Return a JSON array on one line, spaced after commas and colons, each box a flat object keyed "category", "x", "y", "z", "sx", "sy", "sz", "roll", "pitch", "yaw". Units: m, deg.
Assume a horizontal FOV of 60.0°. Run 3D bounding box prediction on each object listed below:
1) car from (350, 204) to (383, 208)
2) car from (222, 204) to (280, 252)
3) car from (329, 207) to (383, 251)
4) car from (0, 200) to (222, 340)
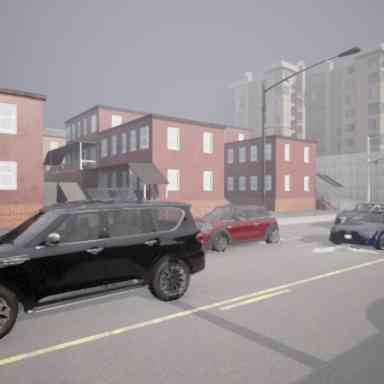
[{"category": "car", "x": 10.923, "y": 1.491, "z": 20.929, "sx": 4.902, "sy": 1.511, "sz": 2.128, "roll": 0, "pitch": 0, "yaw": -37}, {"category": "car", "x": 1.571, "y": 1.351, "z": 13.938, "sx": 4.553, "sy": 1.767, "sz": 2.097, "roll": 0, "pitch": 0, "yaw": -37}, {"category": "car", "x": 7.692, "y": 1.563, "z": 14.143, "sx": 4.181, "sy": 1.385, "sz": 1.994, "roll": 0, "pitch": 0, "yaw": -36}, {"category": "car", "x": -2.247, "y": 1.221, "z": 6.702, "sx": 5.566, "sy": 2.045, "sz": 2.150, "roll": 0, "pitch": 0, "yaw": -38}]
